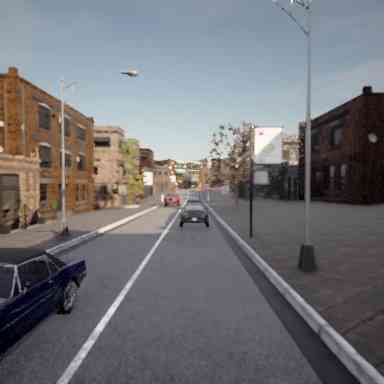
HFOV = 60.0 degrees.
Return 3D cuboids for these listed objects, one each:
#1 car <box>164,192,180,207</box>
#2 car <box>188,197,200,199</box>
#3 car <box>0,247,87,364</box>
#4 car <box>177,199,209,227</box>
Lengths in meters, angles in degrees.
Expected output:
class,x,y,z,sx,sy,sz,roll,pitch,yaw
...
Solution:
class,x,y,z,sx,sy,sz,roll,pitch,yaw
car,-2.892,1.090,49.245,2.150,2.045,5.566,0,0,1
car,0.243,1.364,42.186,1.882,1.535,5.008,0,0,0
car,-3.141,1.593,4.776,1.895,1.301,4.718,0,0,0
car,0.154,1.468,22.383,1.812,1.442,4.674,0,0,0
